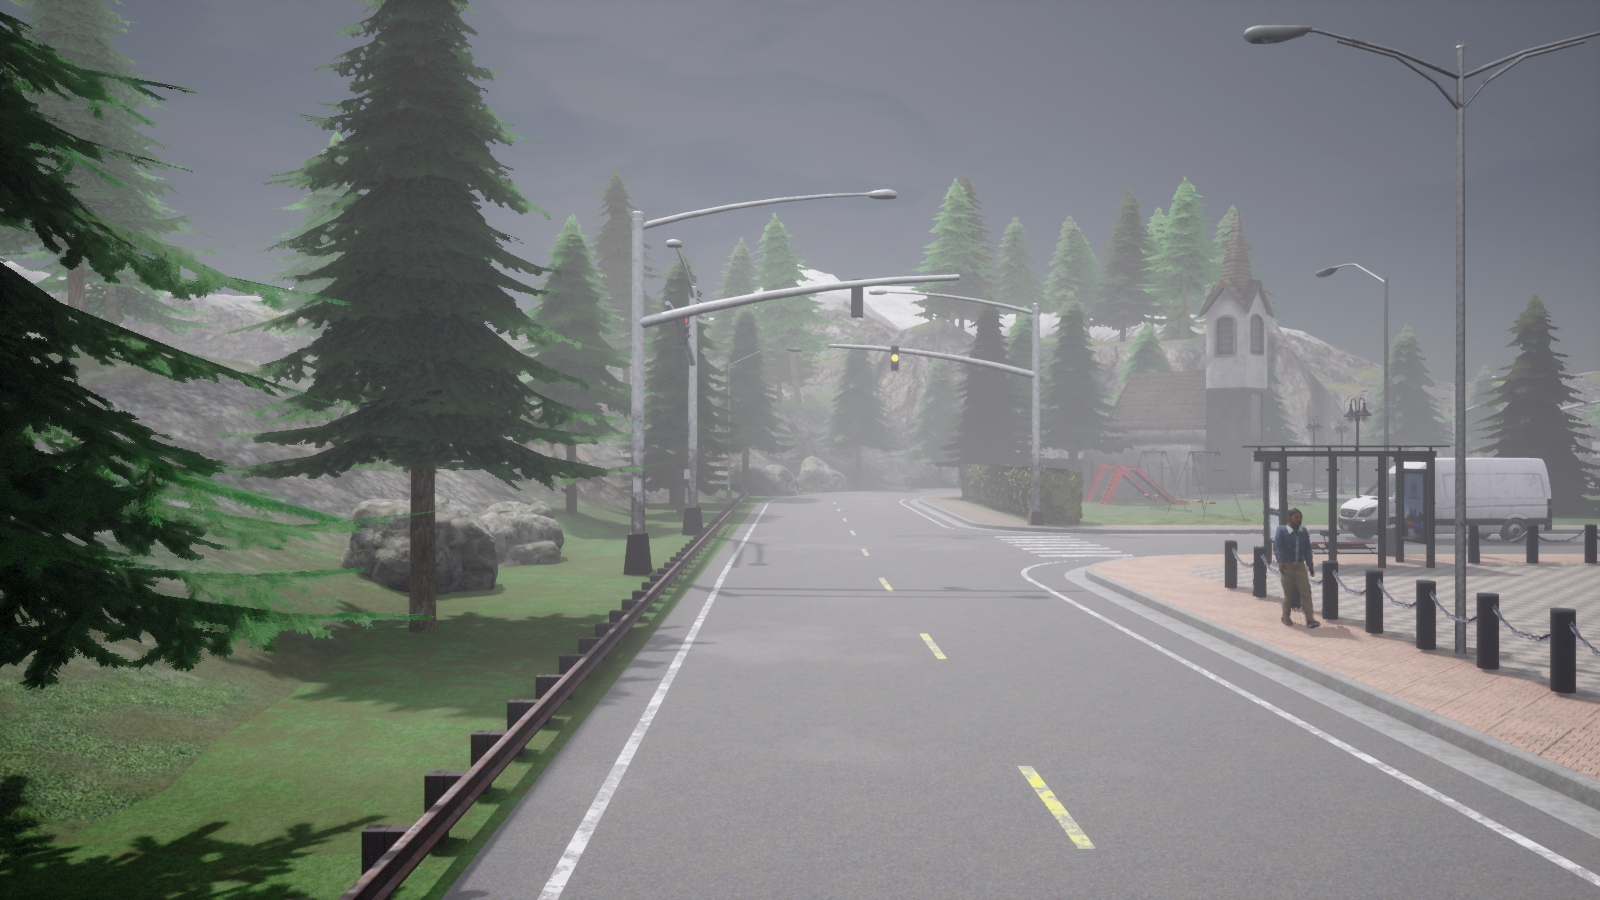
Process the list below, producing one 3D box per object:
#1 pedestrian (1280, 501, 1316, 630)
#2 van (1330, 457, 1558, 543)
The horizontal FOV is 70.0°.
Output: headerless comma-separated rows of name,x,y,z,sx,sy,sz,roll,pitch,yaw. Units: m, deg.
pedestrian,7.315,1.691,16.792,0.375,1.860,0.375,0,0,-1
van,19.746,1.515,35.223,5.915,2.561,1.988,0,0,0
